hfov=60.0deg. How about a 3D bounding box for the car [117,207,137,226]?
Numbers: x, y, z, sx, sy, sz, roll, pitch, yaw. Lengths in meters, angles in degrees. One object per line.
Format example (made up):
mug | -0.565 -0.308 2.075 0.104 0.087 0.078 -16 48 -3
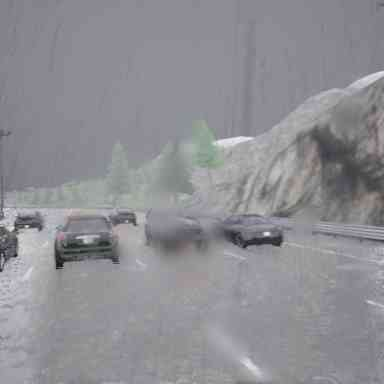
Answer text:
car | -5.899 2.067 28.131 1.837 1.490 4.892 -1 0 -20

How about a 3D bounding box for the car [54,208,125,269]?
car | -4.043 1.644 12.749 2.097 1.767 4.553 -1 -1 -19

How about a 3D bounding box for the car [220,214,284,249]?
car | 2.417 1.718 15.493 1.994 1.385 4.181 -1 -1 -19

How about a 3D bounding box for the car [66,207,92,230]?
car | -9.593 2.139 28.046 1.882 1.535 5.008 -1 0 -20

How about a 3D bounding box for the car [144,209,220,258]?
car | -0.781 1.727 14.034 1.837 1.490 4.892 -1 0 -19

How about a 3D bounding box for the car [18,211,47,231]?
car | -12.490 2.216 25.782 1.837 1.490 4.892 -1 0 -20

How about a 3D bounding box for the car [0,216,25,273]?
car | -7.372 1.876 11.679 1.837 1.490 4.892 -1 -1 -19

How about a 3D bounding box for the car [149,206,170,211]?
car | -2.826 2.026 29.920 1.812 1.442 4.674 -1 -1 -20
